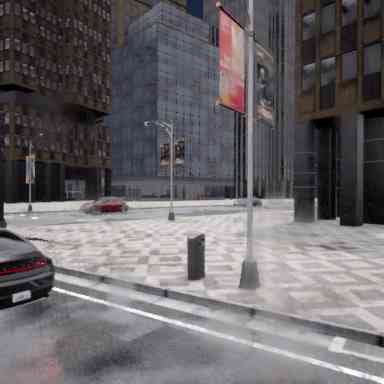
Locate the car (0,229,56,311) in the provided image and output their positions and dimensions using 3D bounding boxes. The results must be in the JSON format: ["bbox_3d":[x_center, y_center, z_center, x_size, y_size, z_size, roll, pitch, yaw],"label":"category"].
[{"bbox_3d":[-4.857,1.503,6.934,4.892,1.490,1.837,0,0,34],"label":"car"}]

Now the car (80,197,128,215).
[{"bbox_3d":[-8.640,1.294,32.720,4.553,1.767,2.097,0,0,-41],"label":"car"}]

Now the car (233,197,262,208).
[{"bbox_3d":[7.913,1.453,47.222,4.902,1.511,2.128,0,0,-41],"label":"car"}]
